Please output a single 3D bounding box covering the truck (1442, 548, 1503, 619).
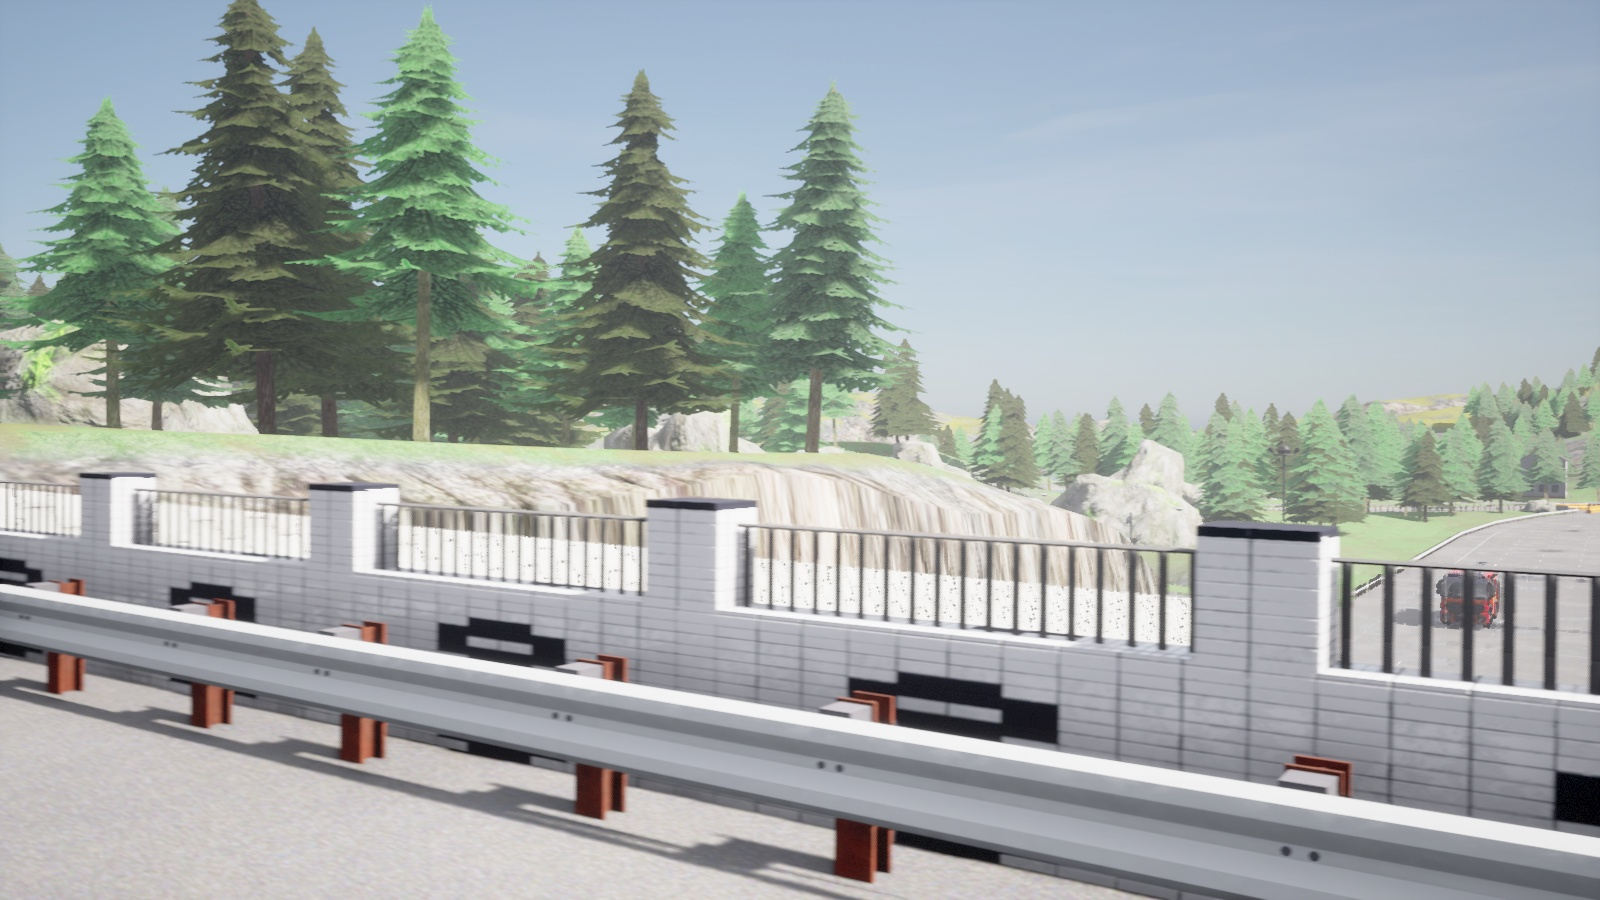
[{"bbox_3d":[45.997,9.006,85.759,2.891,3.827,8.468,0,1,33],"label":"truck"}]
